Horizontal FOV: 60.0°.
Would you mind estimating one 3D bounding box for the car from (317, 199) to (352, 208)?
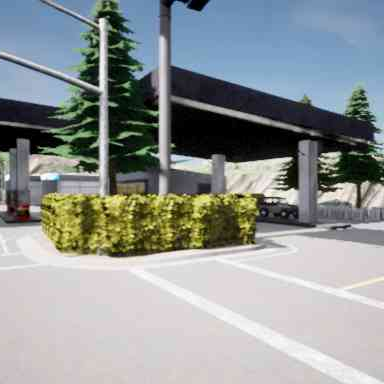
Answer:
[{"bbox_3d":[17.405,1.567,40.853,1.994,1.385,4.181,0,0,-32],"label":"car"}]

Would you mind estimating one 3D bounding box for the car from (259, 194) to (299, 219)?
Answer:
[{"bbox_3d":[7.647,1.333,29.058,1.905,1.878,3.866,0,0,-33],"label":"car"}]
